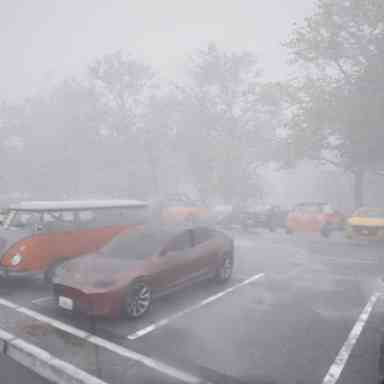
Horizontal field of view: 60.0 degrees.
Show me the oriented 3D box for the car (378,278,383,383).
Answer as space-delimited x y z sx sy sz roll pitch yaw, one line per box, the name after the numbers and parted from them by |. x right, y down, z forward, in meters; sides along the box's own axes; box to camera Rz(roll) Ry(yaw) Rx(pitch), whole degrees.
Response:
3.763 1.564 4.464 2.002 1.452 4.674 1 0 36 | car

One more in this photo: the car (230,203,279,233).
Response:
4.584 1.455 19.966 2.097 1.535 5.008 1 0 36 | car

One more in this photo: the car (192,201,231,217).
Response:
2.326 1.471 21.596 2.002 1.452 4.674 1 0 36 | car

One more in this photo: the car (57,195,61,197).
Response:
-8.984 1.306 29.717 2.097 1.535 5.008 1 0 36 | car

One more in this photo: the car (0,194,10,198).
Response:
-18.052 0.947 36.184 2.435 2.045 5.566 1 0 36 | car

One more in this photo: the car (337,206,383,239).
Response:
9.114 1.501 16.727 2.097 1.535 5.008 1 0 36 | car

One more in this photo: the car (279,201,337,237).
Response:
6.831 1.353 18.320 2.185 1.767 4.553 1 0 36 | car

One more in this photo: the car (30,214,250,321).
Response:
-0.777 1.509 7.684 2.163 1.488 4.792 1 0 36 | car

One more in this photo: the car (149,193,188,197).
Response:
-2.214 1.132 24.817 2.435 2.045 5.566 1 0 36 | car

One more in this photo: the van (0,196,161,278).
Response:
-3.140 1.229 9.271 1.878 1.987 4.442 1 0 36 | van

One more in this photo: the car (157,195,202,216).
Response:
0.045 1.282 23.192 2.185 1.767 4.553 1 0 36 | car

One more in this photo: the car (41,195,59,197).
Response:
-11.249 1.320 31.339 2.002 1.452 4.674 1 0 36 | car

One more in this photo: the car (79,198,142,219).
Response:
-6.721 1.333 28.094 2.231 1.521 4.892 1 0 36 | car

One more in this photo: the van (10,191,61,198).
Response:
-15.841 1.000 34.488 1.878 1.987 4.442 1 0 36 | van

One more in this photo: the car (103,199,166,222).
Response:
-4.448 1.387 26.490 2.163 1.488 4.792 1 0 36 | car
